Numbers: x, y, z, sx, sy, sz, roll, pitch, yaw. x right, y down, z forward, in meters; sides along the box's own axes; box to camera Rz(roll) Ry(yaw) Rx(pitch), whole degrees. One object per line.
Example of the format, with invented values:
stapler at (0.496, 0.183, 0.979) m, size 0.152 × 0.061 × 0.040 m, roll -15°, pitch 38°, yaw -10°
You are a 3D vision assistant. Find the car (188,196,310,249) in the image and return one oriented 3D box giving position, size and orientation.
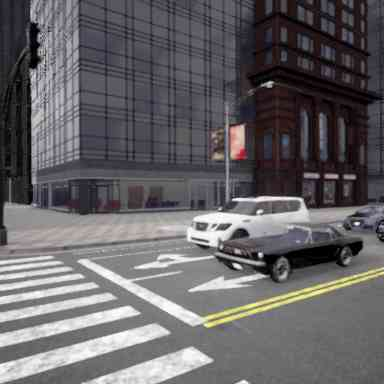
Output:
car at (2.503, 1.209, 13.458) m, size 5.566 × 2.045 × 2.150 m, roll 0°, pitch 0°, yaw -36°

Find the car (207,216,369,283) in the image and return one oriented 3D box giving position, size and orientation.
car at (2.968, 1.590, 9.795) m, size 4.718 × 1.301 × 1.895 m, roll 0°, pitch 0°, yaw -35°

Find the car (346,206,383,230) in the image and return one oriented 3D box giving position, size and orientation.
car at (10.622, 1.538, 19.243) m, size 4.181 × 1.385 × 1.994 m, roll 0°, pitch 0°, yaw -35°

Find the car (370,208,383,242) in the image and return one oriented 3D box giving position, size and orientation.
car at (10.121, 1.541, 14.904) m, size 4.181 × 1.385 × 1.994 m, roll 0°, pitch 0°, yaw -36°
